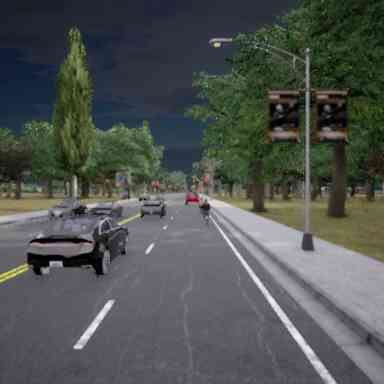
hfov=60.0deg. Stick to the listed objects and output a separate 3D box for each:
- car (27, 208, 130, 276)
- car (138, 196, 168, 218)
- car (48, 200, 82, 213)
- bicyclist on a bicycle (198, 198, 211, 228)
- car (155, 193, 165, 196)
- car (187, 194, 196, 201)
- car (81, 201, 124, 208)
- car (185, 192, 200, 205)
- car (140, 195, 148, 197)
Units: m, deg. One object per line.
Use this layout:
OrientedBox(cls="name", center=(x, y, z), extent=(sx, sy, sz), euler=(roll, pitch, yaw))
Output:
OrientedBox(cls="car", center=(-3.156, 1.448, 10.146), extent=(2.128, 1.511, 4.902), euler=(0, 0, 0))
OrientedBox(cls="car", center=(-3.168, 1.372, 28.348), extent=(2.128, 1.511, 4.902), euler=(0, 0, 0))
OrientedBox(cls="car", center=(-9.864, 1.378, 26.762), extent=(2.128, 1.511, 4.902), euler=(0, 0, 0))
OrientedBox(cls="bicyclist on a bicycle", center=(0.881, 1.283, 20.676), extent=(0.659, 1.776, 1.843), euler=(0, 0, 0))
OrientedBox(cls="car", center=(-6.545, 1.064, 68.392), extent=(2.097, 1.767, 4.553), euler=(0, 0, 0))
OrientedBox(cls="car", center=(-0.047, 1.169, 73.898), extent=(1.882, 1.535, 5.008), euler=(0, 0, 0))
OrientedBox(cls="car", center=(-6.616, 1.437, 26.082), extent=(2.033, 1.411, 5.357), euler=(0, 0, 0))
OrientedBox(cls="car", center=(0.064, 0.993, 54.329), extent=(2.150, 2.045, 5.566), euler=(0, 0, 0))
OrientedBox(cls="car", center=(-9.794, 1.249, 68.346), extent=(2.033, 1.411, 5.357), euler=(0, 0, 0))
